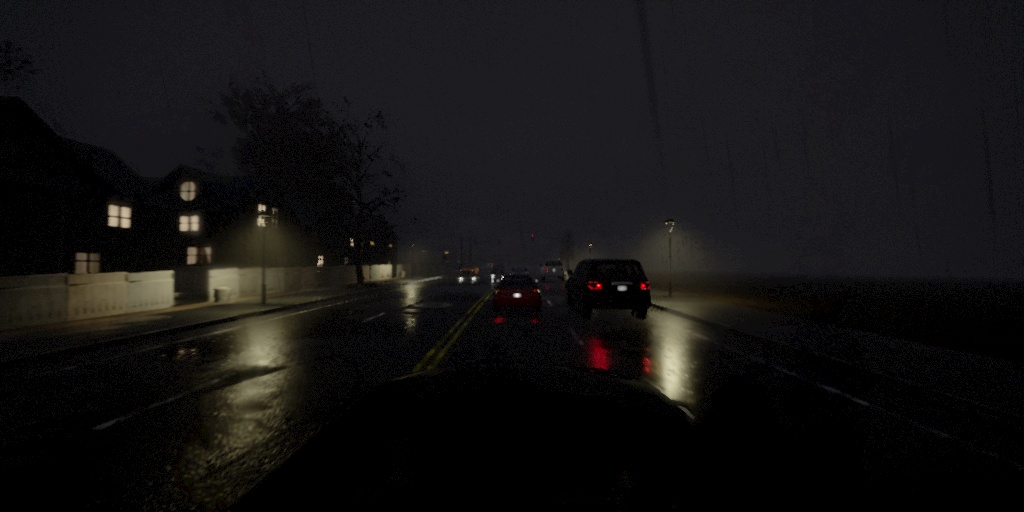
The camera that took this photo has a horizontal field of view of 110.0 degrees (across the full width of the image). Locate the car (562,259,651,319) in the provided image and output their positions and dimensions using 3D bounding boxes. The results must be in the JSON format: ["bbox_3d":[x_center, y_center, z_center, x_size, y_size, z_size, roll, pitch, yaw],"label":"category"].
[{"bbox_3d":[3.445,1.127,13.776,2.150,2.045,5.566,0,-1,1],"label":"car"}]

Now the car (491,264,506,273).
[{"bbox_3d":[-1.892,1.929,51.983,1.837,1.490,4.892,0,-1,4],"label":"car"}]

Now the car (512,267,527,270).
[{"bbox_3d":[0.804,1.812,36.818,1.895,1.301,4.718,0,-1,2],"label":"car"}]

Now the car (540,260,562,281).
[{"bbox_3d":[4.030,1.422,36.148,2.150,2.045,5.566,0,-1,2],"label":"car"}]

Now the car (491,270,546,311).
[{"bbox_3d":[0.227,1.493,15.620,1.994,1.385,4.181,0,-1,1],"label":"car"}]

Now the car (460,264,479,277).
[{"bbox_3d":[-5.464,1.823,46.410,1.882,1.535,5.008,0,-1,3],"label":"car"}]
